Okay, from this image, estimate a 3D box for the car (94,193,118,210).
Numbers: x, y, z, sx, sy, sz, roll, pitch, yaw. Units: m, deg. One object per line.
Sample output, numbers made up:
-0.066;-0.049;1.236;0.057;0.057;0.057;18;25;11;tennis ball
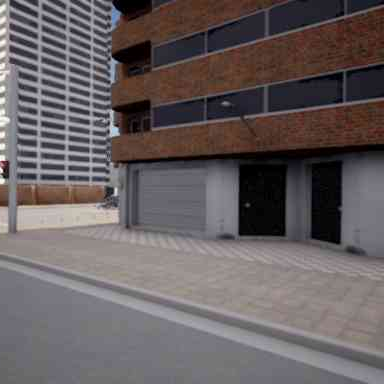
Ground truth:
-8.617;1.188;36.827;1.812;1.442;4.674;1;0;36;car
